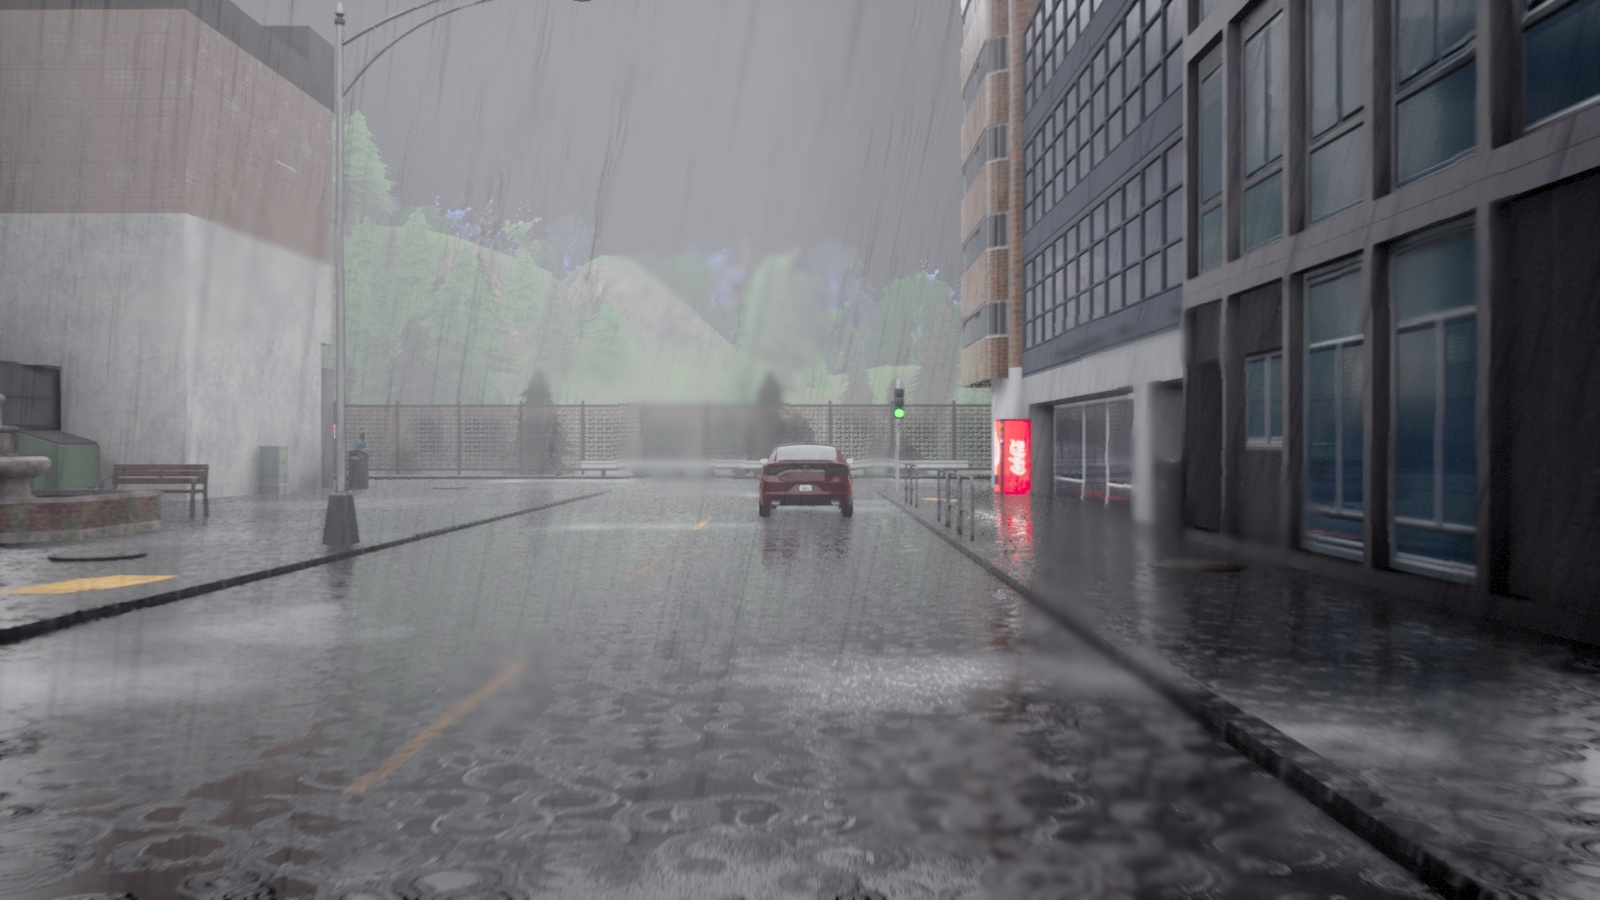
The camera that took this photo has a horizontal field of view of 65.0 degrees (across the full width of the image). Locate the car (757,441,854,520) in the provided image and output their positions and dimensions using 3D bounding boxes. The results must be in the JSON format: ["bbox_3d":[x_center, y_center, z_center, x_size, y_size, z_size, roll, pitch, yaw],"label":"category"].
[{"bbox_3d":[0.150,0.574,26.704,1.882,1.535,5.008,0,0,1],"label":"car"}]

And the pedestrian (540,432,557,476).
[{"bbox_3d":[-10.593,0.150,52.889,0.726,1.842,0.402,0,0,-10],"label":"pedestrian"}]

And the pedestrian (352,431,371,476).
[{"bbox_3d":[-18.673,0.140,53.492,0.692,1.930,0.396,0,0,29],"label":"pedestrian"}]
